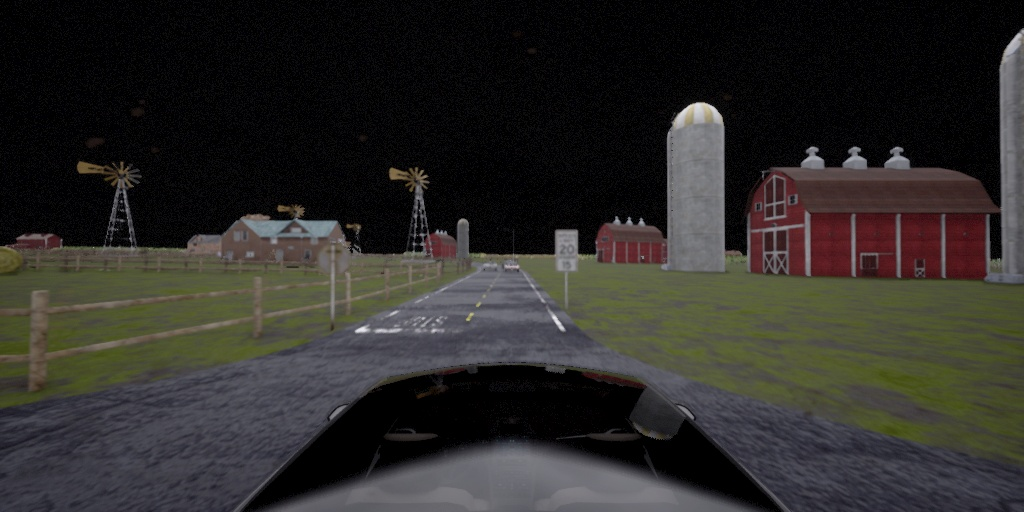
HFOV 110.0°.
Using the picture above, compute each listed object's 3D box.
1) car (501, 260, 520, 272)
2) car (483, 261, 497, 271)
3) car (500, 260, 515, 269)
[{"bbox_3d":[-0.060,1.338,45.201,1.895,1.301,4.718,0,0,-2],"label":"car"},{"bbox_3d":[-3.005,1.330,49.665,1.895,1.301,4.718,0,0,-2],"label":"car"},{"bbox_3d":[-0.714,1.323,55.506,1.895,1.301,4.718,0,0,-6],"label":"car"}]
